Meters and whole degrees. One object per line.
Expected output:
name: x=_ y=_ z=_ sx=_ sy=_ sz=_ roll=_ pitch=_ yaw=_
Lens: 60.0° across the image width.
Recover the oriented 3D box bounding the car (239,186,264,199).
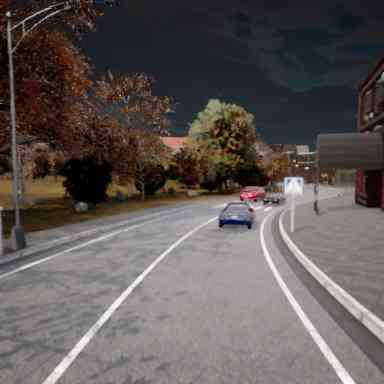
car: x=8.101 y=0.269 z=44.370 sx=2.150 sy=2.045 sz=5.566 roll=3 pitch=2 yaw=28

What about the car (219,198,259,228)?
car: x=2.868 y=1.341 z=20.634 sx=1.994 sy=1.385 sz=4.181 roll=1 pitch=1 yaw=13

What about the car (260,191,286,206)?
car: x=10.021 y=0.877 z=40.168 sx=1.895 sy=1.301 sz=4.718 roll=3 pitch=3 yaw=26
